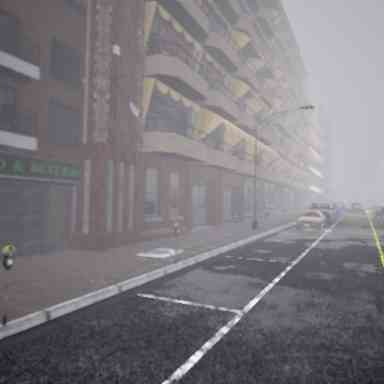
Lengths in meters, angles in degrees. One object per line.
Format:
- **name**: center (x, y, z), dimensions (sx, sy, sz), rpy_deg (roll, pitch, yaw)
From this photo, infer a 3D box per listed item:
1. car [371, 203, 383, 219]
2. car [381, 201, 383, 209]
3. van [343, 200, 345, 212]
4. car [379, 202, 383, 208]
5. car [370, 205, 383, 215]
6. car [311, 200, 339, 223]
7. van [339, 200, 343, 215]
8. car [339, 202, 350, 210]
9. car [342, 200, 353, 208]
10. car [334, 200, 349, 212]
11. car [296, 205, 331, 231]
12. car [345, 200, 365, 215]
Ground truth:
- **car**: center (20.840, 2.181, 36.177), dimensions (1.837, 1.490, 4.892), rpy_deg (0, -1, 27)
- **car**: center (40.915, 2.833, 69.850), dimensions (1.967, 1.590, 4.097), rpy_deg (1, -1, 27)
- **van**: center (18.848, 2.122, 43.940), dimensions (1.690, 1.788, 3.998), rpy_deg (2, 0, 27)
- **car**: center (45.949, 3.192, 79.695), dimensions (1.802, 1.307, 4.206), rpy_deg (1, -1, 27)
- **car**: center (26.718, 2.507, 47.703), dimensions (1.895, 1.301, 4.718), rpy_deg (0, -1, 27)
- **car**: center (11.293, 1.813, 29.172), dimensions (2.192, 1.841, 5.009), rpy_deg (2, 0, 27)
- **van**: center (16.329, 2.025, 39.015), dimensions (1.690, 1.788, 3.998), rpy_deg (2, 0, 27)
- **car**: center (31.435, 2.851, 68.552), dimensions (1.947, 1.339, 4.313), rpy_deg (2, 0, 27)
- **car**: center (38.997, 2.924, 83.320), dimensions (2.192, 1.841, 5.009), rpy_deg (2, 0, 27)
- **car**: center (26.404, 2.395, 58.707), dimensions (2.192, 1.841, 5.009), rpy_deg (2, 0, 27)
- **car**: center (8.690, 1.930, 24.096), dimensions (1.752, 1.417, 4.829), rpy_deg (2, 0, 27)
- **car**: center (23.288, 2.218, 47.037), dimensions (2.097, 1.767, 4.553), rpy_deg (0, -1, 27)
